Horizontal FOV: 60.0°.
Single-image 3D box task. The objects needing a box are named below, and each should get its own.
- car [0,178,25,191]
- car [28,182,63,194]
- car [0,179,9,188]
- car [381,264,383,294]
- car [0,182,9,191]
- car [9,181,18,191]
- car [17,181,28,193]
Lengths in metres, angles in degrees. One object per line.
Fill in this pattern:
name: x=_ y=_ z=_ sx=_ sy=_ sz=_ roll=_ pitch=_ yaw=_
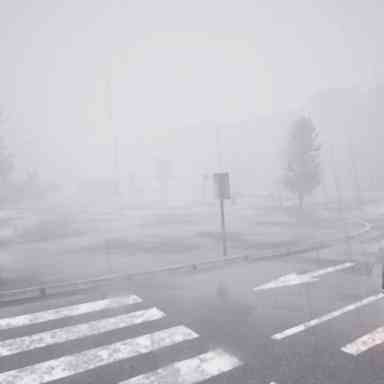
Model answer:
car: x=-30.951 y=-1.285 z=56.439 sx=2.185 sy=1.767 sz=4.553 roll=0 pitch=6 yaw=15
car: x=-21.366 y=-0.634 z=49.555 sx=2.163 sy=1.488 sz=4.792 roll=1 pitch=6 yaw=17
car: x=-35.816 y=-1.390 z=59.801 sx=2.231 sy=1.521 sz=4.892 roll=1 pitch=6 yaw=14
car: x=5.627 y=1.392 z=6.530 sx=4.902 sy=1.511 sz=2.128 roll=-2 pitch=1 yaw=-35
car: x=-28.517 y=-1.046 z=54.795 sx=2.097 sy=1.535 sz=5.008 roll=1 pitch=6 yaw=16
car: x=-26.121 y=-0.882 z=53.081 sx=2.002 sy=1.452 sz=4.674 roll=0 pitch=6 yaw=16
car: x=-23.725 y=-0.797 z=51.347 sx=2.231 sy=1.521 sz=4.892 roll=1 pitch=6 yaw=17
